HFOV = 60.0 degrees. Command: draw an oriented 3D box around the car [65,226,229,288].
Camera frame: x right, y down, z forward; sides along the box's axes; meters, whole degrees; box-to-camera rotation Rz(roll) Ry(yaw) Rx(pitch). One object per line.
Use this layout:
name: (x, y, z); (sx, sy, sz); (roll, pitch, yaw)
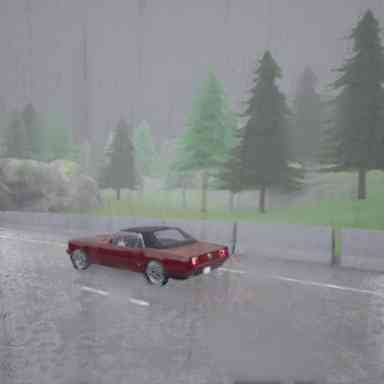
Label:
car: (-1.446, 1.606, 9.319); (4.718, 1.301, 1.895); (0, 0, 35)
